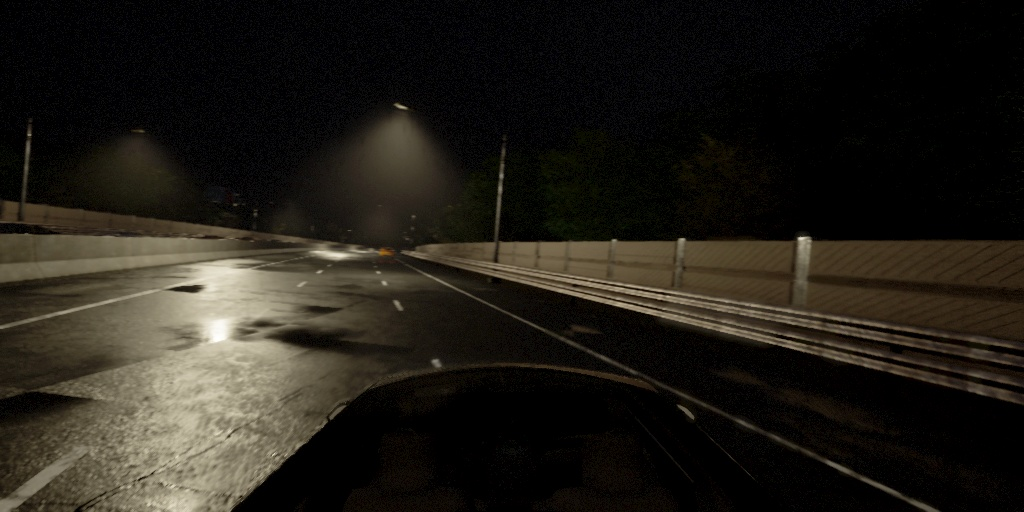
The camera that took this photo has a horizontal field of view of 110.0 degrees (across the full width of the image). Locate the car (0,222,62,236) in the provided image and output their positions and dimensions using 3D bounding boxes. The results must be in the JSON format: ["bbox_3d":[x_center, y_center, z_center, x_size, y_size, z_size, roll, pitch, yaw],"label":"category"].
[{"bbox_3d":[-28.000,-1.129,20.007,1.882,1.535,5.008,5,0,-22],"label":"car"}]

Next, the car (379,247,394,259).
[{"bbox_3d":[-18.048,-0.513,51.707,1.882,1.535,5.008,5,0,-21],"label":"car"}]

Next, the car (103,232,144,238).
[{"bbox_3d":[-25.875,-0.862,24.025,1.994,1.385,4.181,5,0,-22],"label":"car"}]
